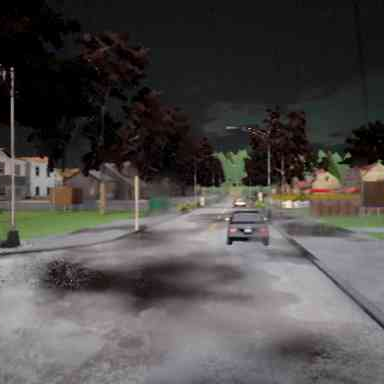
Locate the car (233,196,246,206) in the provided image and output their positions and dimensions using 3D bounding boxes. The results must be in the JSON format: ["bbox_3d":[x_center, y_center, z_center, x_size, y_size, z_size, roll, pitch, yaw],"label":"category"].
[{"bbox_3d":[7.612,1.792,53.062,1.895,1.301,4.718,0,0,8],"label":"car"}]

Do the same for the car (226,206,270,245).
[{"bbox_3d":[2.585,1.603,15.803,2.033,1.411,5.357,0,0,8],"label":"car"}]

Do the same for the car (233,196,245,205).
[{"bbox_3d":[8.846,1.580,62.963,2.097,1.767,4.553,0,0,8],"label":"car"}]
